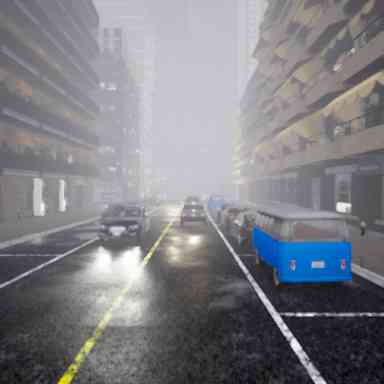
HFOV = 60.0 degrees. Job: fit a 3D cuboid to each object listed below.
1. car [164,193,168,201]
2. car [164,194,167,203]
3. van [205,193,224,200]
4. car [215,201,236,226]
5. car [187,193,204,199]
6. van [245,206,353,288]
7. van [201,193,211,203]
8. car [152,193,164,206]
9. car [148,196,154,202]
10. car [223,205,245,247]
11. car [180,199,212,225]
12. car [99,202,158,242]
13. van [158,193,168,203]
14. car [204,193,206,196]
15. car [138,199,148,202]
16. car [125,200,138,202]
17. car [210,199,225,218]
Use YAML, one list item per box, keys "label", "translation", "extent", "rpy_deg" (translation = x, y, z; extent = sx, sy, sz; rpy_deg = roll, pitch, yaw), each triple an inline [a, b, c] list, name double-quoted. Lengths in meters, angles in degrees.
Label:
- label: "car"
  translation: [-5.670, 1.376, 59.387]
  extent: [2.008, 1.369, 4.403]
  rpy_deg: [-1, 0, 0]
- label: "car"
  translation: [-5.673, 1.407, 53.784]
  extent: [1.947, 1.339, 4.313]
  rpy_deg: [-1, 0, 0]
- label: "van"
  translation: [2.695, 1.230, 36.945]
  extent: [1.690, 1.788, 3.998]
  rpy_deg: [-1, 0, 0]
- label: "car"
  translation: [2.690, 1.483, 20.140]
  extent: [1.887, 1.381, 4.507]
  rpy_deg: [-1, 0, 0]
- label: "car"
  translation: [0.114, 1.228, 41.716]
  extent: [2.097, 1.767, 4.553]
  rpy_deg: [0, 0, 0]
- label: "van"
  translation: [2.682, 1.314, 8.936]
  extent: [1.690, 1.788, 3.998]
  rpy_deg: [-1, 0, 0]
- label: "van"
  translation: [2.710, 1.151, 64.955]
  extent: [1.690, 1.788, 3.998]
  rpy_deg: [-1, 0, 0]
- label: "car"
  translation: [-5.677, 1.297, 48.183]
  extent: [1.967, 1.590, 4.097]
  rpy_deg: [-1, 0, 0]
- label: "car"
  translation: [-5.681, 1.471, 36.979]
  extent: [1.802, 1.307, 4.206]
  rpy_deg: [-1, 0, 0]
- label: "car"
  translation: [2.688, 1.506, 14.538]
  extent: [2.008, 1.369, 4.403]
  rpy_deg: [-1, 0, 0]
- label: "car"
  translation: [0.107, 1.477, 23.288]
  extent: [2.033, 1.411, 5.357]
  rpy_deg: [0, 0, 0]
- label: "car"
  translation: [-3.093, 1.442, 16.145]
  extent: [2.128, 1.511, 4.902]
  rpy_deg: [0, 0, 0]
- label: "van"
  translation: [-5.670, 1.151, 64.988]
  extent: [1.690, 1.788, 3.998]
  rpy_deg: [-1, 0, 0]
- label: "car"
  translation: [2.710, 1.351, 59.524]
  extent: [1.752, 1.417, 4.829]
  rpy_deg: [-1, 0, 0]
- label: "car"
  translation: [-5.685, 1.450, 31.377]
  extent: [1.887, 1.381, 4.507]
  rpy_deg: [-1, 0, 0]
- label: "car"
  translation: [-5.687, 1.488, 25.775]
  extent: [1.947, 1.339, 4.313]
  rpy_deg: [-1, 0, 0]
- label: "car"
  translation: [2.693, 1.488, 25.742]
  extent: [1.947, 1.339, 4.313]
  rpy_deg: [-1, 0, 0]
